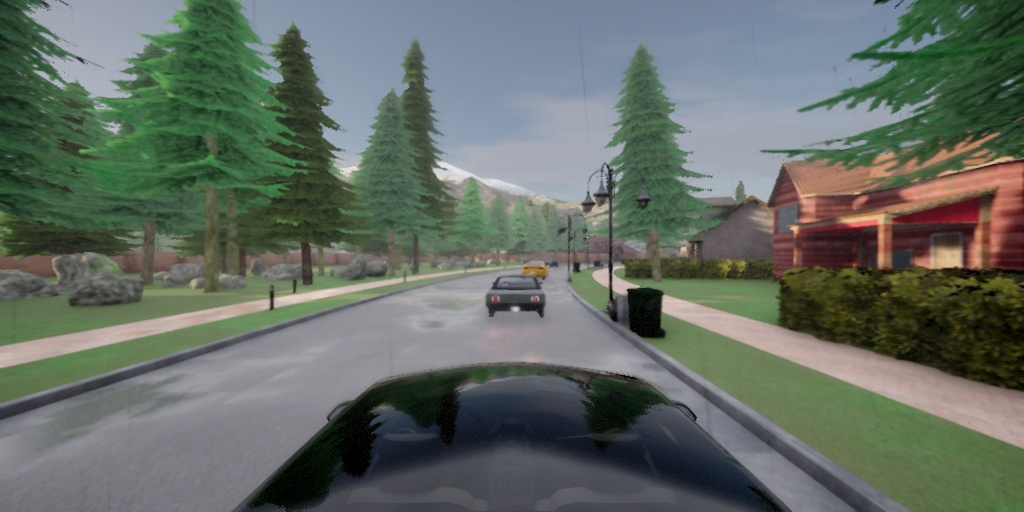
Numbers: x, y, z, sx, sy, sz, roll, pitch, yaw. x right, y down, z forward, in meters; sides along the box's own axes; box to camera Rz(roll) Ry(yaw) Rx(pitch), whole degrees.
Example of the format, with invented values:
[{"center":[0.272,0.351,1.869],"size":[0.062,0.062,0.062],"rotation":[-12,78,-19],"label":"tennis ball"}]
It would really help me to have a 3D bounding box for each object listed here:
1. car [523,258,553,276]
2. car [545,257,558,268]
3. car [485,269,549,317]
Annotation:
[{"center":[2.128,1.161,30.777],"size":[1.882,1.535,5.008],"rotation":[0,0,11],"label":"car"},{"center":[5.537,0.980,54.727],"size":[2.097,1.767,4.553],"rotation":[0,0,23],"label":"car"},{"center":[0.202,1.325,13.123],"size":[1.895,1.301,4.718],"rotation":[0,0,2],"label":"car"}]
